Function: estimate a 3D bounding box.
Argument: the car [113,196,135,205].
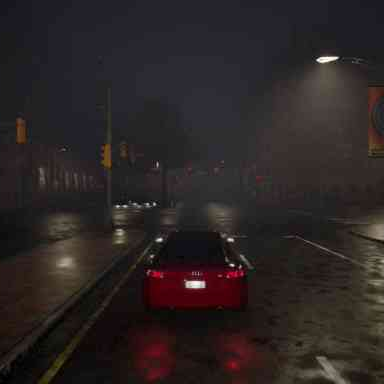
[{"bbox_3d":[-11.615,1.564,56.884,1.994,1.385,4.181,0,0,0],"label":"car"}]

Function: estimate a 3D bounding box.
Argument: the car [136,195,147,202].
[{"bbox_3d":[-11.544,1.478,76.597,1.882,1.535,5.008,0,0,0],"label":"car"}]

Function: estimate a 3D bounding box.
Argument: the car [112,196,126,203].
[{"bbox_3d":[-14.789,1.595,67.840,1.895,1.301,4.718,0,0,0],"label":"car"}]

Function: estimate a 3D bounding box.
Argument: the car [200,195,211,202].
[{"bbox_3d":[3.455,1.553,78.663,1.994,1.385,4.181,0,0,0],"label":"car"}]

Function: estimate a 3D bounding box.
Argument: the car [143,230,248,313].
[{"bbox_3d":[0.070,1.564,7.736,1.994,1.385,4.181,0,0,0],"label":"car"}]

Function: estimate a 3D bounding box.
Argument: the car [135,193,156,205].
[{"bbox_3d":[-8.114,1.221,58.599,2.150,2.045,5.566,0,0,0],"label":"car"}]

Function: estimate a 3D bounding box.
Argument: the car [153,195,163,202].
[{"bbox_3d":[-8.045,1.500,78.602,1.837,1.490,4.892,0,0,0],"label":"car"}]

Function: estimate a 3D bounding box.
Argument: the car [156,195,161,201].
[{"bbox_3d":[-8.044,1.601,68.399,1.895,1.301,4.718,0,0,0],"label":"car"}]

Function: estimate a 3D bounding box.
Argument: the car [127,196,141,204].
[{"bbox_3d":[-11.565,1.564,66.178,1.994,1.385,4.181,0,0,0],"label":"car"}]
